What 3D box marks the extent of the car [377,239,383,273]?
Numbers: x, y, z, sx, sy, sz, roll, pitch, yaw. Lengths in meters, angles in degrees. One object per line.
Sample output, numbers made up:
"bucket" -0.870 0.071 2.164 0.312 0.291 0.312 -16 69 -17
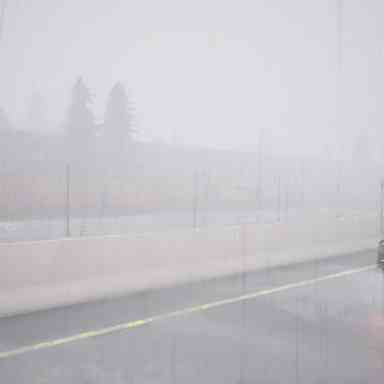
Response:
"car" 6.605 1.435 8.355 4.902 1.511 2.128 0 1 -34
